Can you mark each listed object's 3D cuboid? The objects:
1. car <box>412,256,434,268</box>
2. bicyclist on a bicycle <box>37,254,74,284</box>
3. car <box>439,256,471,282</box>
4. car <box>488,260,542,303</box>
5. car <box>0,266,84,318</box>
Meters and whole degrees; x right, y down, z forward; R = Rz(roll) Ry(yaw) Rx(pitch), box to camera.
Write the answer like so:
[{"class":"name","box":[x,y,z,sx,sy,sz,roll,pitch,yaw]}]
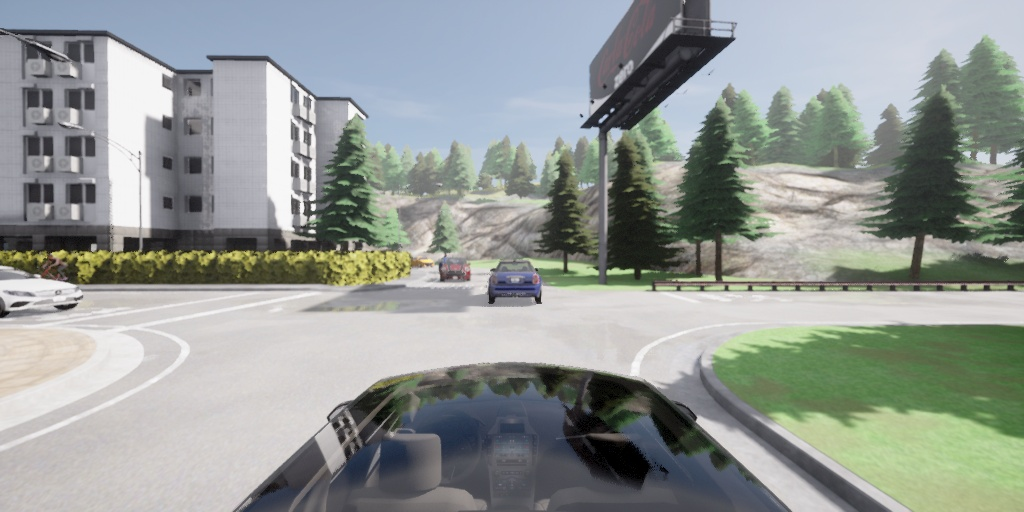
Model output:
[{"class":"car","box":[-11.962,0.784,47.451,1.882,1.535,5.008,0,1,-36]},{"class":"bicyclist on a bicycle","box":[-23.024,0.716,18.028,0.582,1.620,1.656,0,1,-1]},{"class":"car","box":[-4.079,0.865,26.179,2.097,1.767,4.553,0,1,-7]},{"class":"car","box":[0.121,0.940,15.630,2.097,1.767,4.553,0,0,0]},{"class":"car","box":[-15.831,1.012,10.663,4.674,1.442,1.812,0,1,-1]}]
